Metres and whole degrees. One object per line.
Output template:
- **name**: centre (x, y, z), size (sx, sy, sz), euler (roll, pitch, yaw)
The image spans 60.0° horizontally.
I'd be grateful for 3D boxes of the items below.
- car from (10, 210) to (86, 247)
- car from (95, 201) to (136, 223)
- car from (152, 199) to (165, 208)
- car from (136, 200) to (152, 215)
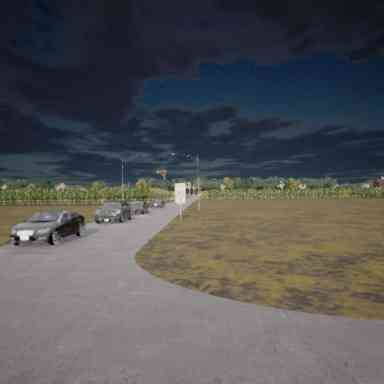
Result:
- **car**: centre (-6.767, 1.637, 16.143), size (2.128, 1.511, 4.902), euler (-2, 0, 3)
- **car**: centre (-6.358, 1.535, 27.185), size (2.097, 1.767, 4.553), euler (-2, 0, 2)
- **car**: centre (-5.457, 1.823, 53.003), size (2.128, 1.511, 4.902), euler (-2, 0, 2)
- **car**: centre (-6.035, 1.739, 37.283), size (1.837, 1.490, 4.892), euler (-2, 0, 2)
